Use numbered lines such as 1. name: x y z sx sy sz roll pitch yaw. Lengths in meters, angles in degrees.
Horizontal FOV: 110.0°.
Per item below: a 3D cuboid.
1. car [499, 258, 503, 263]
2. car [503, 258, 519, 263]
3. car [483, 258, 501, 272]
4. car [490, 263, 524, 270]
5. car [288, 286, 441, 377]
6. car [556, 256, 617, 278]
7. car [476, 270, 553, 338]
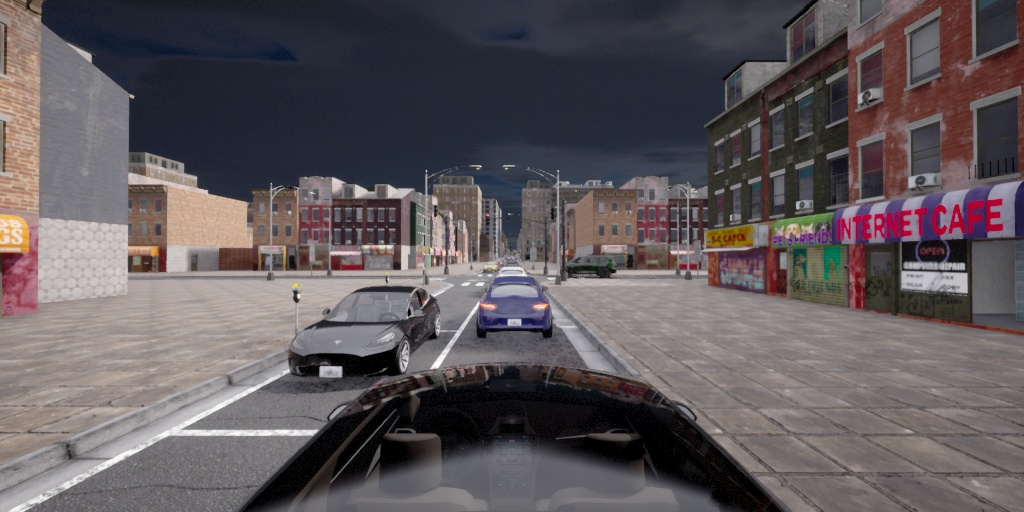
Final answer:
1. car: -2.697 1.354 50.775 1.888 1.381 4.507 0 0 0
2. car: 0.011 1.305 52.346 2.128 1.511 4.902 0 0 0
3. car: -2.690 1.322 45.000 1.751 1.417 4.829 0 0 0
4. car: -0.003 1.284 19.216 1.812 1.442 4.674 0 0 0
5. car: -2.645 1.317 7.402 1.948 1.339 4.313 0 0 0
6. car: 6.870 0.991 33.302 5.566 2.045 2.150 0 0 5
7. car: 0.068 1.278 10.082 1.812 1.442 4.674 0 0 0
